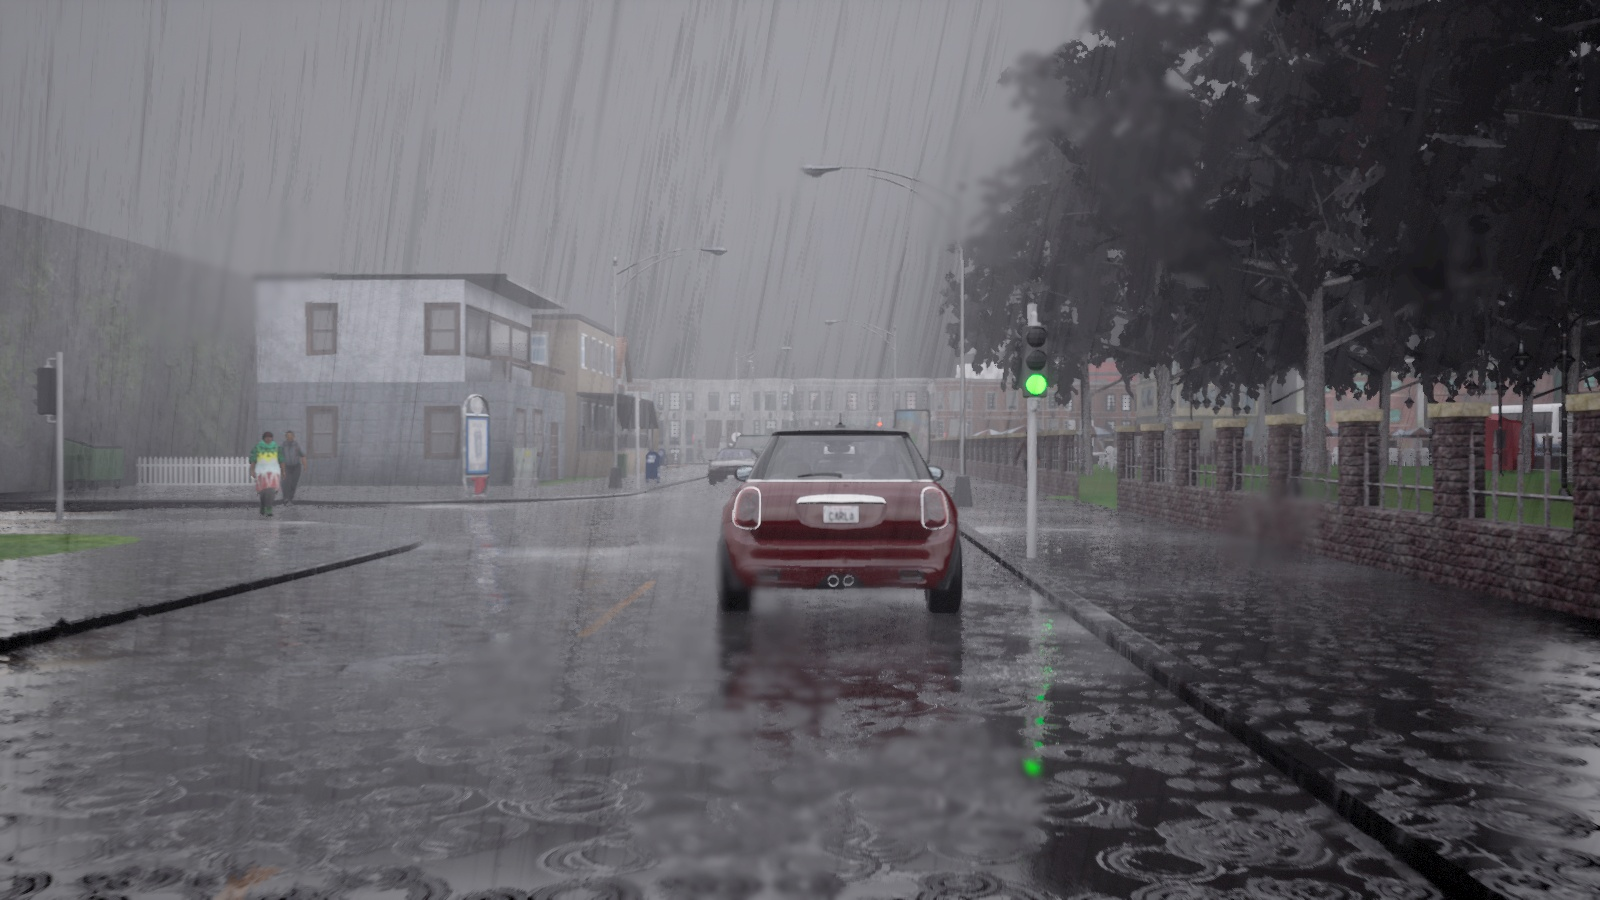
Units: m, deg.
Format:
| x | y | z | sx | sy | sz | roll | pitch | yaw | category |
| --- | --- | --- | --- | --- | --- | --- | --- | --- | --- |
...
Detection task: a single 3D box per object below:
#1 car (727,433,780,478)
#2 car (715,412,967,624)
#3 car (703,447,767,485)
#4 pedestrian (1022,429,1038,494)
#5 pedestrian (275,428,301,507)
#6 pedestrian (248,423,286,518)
| x | y | z | sx | sy | sz | roll | pitch | yaw | category |
| --- | --- | --- | --- | --- | --- | --- | --- | --- | --- |
| -2.162 | 0.225 | 59.844 | 2.150 | 2.045 | 5.566 | 0 | 0 | 2 | car |
| 0.391 | 0.555 | 12.724 | 2.097 | 1.767 | 4.553 | 0 | 0 | 1 | car |
| -2.491 | 0.595 | 49.255 | 2.033 | 1.411 | 5.357 | 0 | 0 | 2 | car |
| 6.443 | 0.322 | 35.224 | 0.328 | 1.805 | 0.869 | 0 | 0 | 2 | pedestrian |
| -12.135 | 0.407 | 29.771 | 0.540 | 1.848 | 0.694 | 0 | 0 | -20 | pedestrian |
| -11.207 | 0.421 | 26.401 | 0.659 | 1.952 | 0.873 | 0 | 0 | -27 | pedestrian |
